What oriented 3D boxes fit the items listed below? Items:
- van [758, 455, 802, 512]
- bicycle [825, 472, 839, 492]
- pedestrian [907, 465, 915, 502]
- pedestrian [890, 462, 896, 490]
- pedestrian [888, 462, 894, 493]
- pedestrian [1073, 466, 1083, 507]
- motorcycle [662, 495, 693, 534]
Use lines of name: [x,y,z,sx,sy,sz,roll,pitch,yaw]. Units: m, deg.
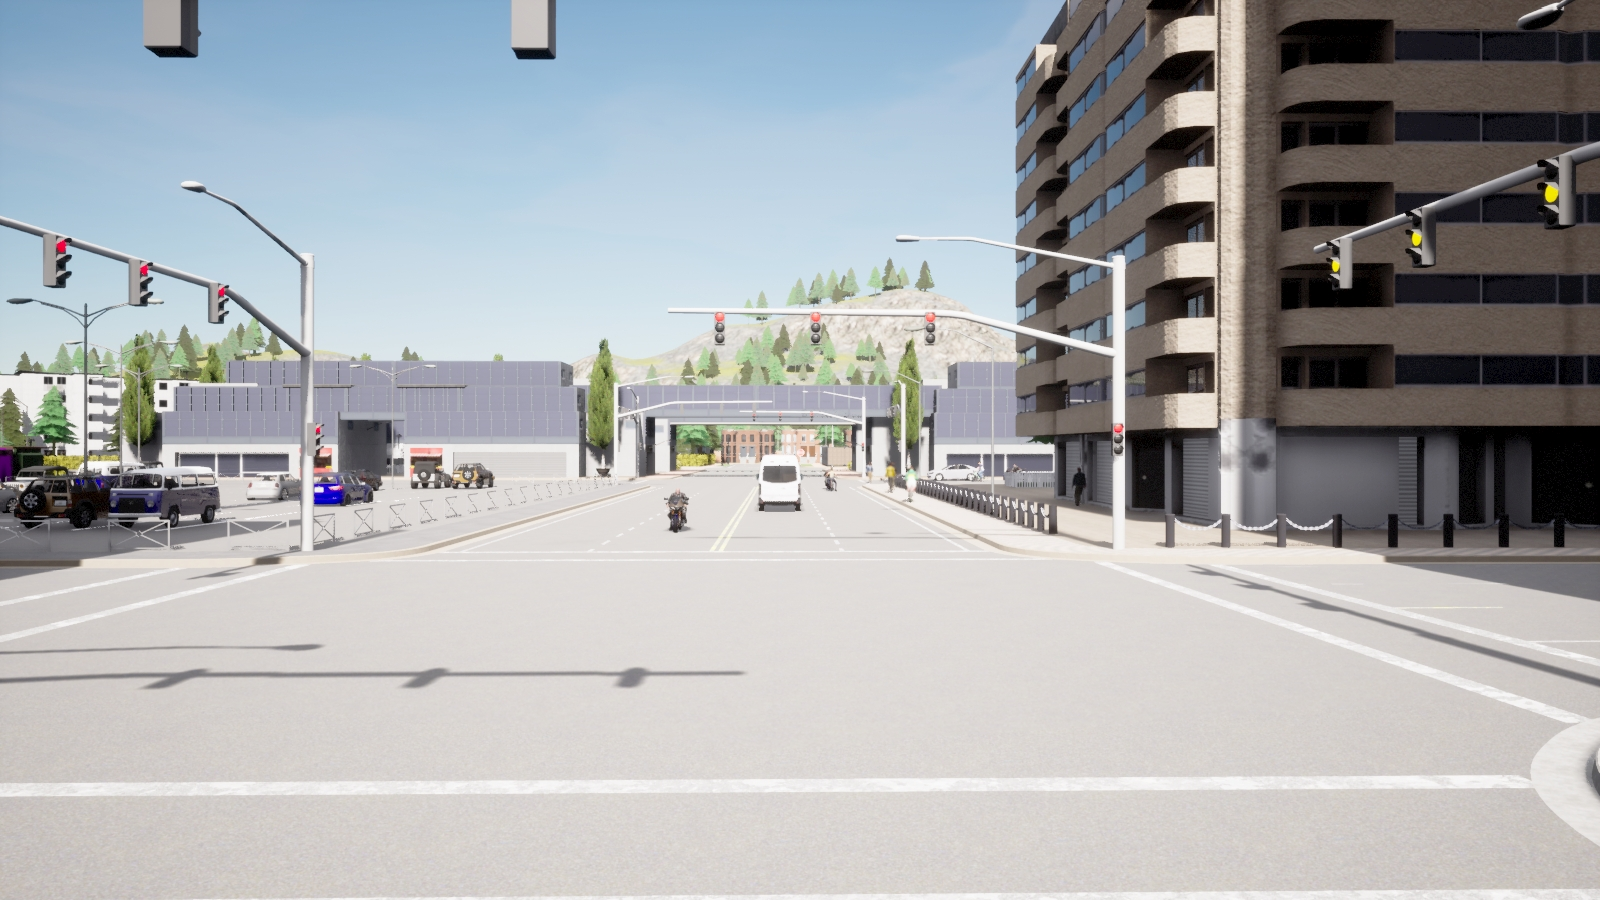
van: [-0.972,1.534,54.862,1.988,2.561,5.915,0,0,-1]
bicycle: [2.134,2.158,77.288,0.859,1.276,1.487,0,0,-1]
pedestrian: [5.643,1.695,58.135,0.375,1.860,0.375,0,0,9]
pedestrian: [6.131,1.697,75.235,0.375,1.860,0.375,0,0,-1]
pedestrian: [5.604,1.695,70.545,0.375,1.860,0.375,0,0,5]
pedestrian: [12.725,1.661,52.225,0.375,1.860,0.375,0,0,2]
motorcycle: [-4.213,2.205,39.441,0.867,1.251,2.209,0,0,-1]
